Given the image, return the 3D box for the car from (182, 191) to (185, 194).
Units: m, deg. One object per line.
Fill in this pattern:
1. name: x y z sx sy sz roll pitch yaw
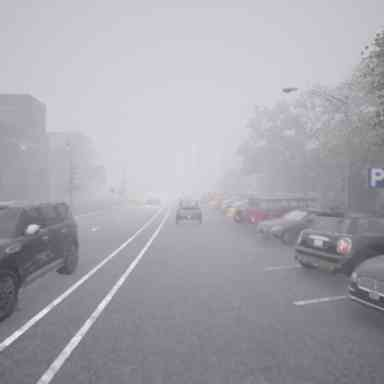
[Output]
1. car: 0.696 1.206 86.439 5.366 1.575 1.946 1 0 -27

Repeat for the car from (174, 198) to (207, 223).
1. car: -0.270 1.428 24.597 2.128 1.511 4.902 0 0 -2

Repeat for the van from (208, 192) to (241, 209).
1. van: 4.431 1.131 35.966 4.442 1.987 1.878 1 1 -23

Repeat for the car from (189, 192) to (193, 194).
1. car: 2.588 1.239 65.661 5.008 1.535 2.097 1 0 -25

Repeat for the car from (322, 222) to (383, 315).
1. car: 5.295 1.482 6.355 4.892 1.521 2.231 1 0 -20

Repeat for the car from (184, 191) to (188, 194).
1. car: 1.188 1.214 80.444 5.008 1.535 2.097 1 0 -26

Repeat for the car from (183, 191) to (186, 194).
1. car: 0.853 1.210 83.403 5.008 1.535 2.097 1 0 -26

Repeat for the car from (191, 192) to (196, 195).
1. car: 2.813 1.276 62.686 4.792 1.488 2.163 1 0 -25

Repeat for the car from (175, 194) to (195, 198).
1. car: -1.050 1.387 42.890 2.033 1.411 5.357 0 0 -3

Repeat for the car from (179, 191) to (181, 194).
1. car: -0.168 1.199 92.256 5.008 1.535 2.097 1 0 -27

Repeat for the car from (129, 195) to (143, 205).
1. car: -8.801 1.285 52.889 1.882 1.535 5.008 0 0 -4

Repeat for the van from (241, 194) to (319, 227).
1. van: 5.239 1.225 18.287 4.442 1.987 1.878 1 0 -21

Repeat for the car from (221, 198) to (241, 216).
1. car: 5.153 1.423 24.250 5.366 1.575 1.946 1 0 -22

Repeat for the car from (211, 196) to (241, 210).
1. car: 4.661 1.415 33.049 4.674 1.452 2.002 1 0 -23

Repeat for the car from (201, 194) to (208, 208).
1. car: 4.224 1.337 38.909 5.366 1.575 1.946 1 1 -23

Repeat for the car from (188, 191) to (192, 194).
1. car: 2.304 1.106 68.611 4.553 1.767 2.185 1 0 -25

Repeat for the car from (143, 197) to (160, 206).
1. car: -5.836 1.378 50.294 1.994 1.385 4.181 0 0 -3

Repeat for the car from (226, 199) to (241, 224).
1. car: 5.054 1.437 21.212 5.008 1.535 2.097 1 0 -22

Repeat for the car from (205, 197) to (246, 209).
1. car: 4.243 1.367 41.949 4.674 1.452 2.002 1 1 -23

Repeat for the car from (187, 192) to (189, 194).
1. car: 2.072 1.226 71.575 5.008 1.535 2.097 1 0 -26

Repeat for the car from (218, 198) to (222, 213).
1. car: 4.877 1.449 27.150 4.674 1.452 2.002 1 0 -22

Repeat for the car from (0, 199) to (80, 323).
1. car: -4.287 1.215 7.462 2.150 2.045 5.566 0 0 0

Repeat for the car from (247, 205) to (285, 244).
1. car: 5.187 1.499 15.269 4.674 1.452 2.002 1 0 -21

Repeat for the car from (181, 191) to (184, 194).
1. car: 0.219 1.078 89.314 4.553 1.767 2.185 1 0 -27

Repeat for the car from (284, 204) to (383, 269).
1. car: 5.238 1.349 9.318 4.553 1.767 2.185 1 0 -21

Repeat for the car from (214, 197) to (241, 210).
1. car: 4.757 1.432 30.096 4.674 1.452 2.002 0 1 -22

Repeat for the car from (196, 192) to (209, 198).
1. car: 3.930 1.049 47.896 5.566 2.045 2.435 1 0 -24
